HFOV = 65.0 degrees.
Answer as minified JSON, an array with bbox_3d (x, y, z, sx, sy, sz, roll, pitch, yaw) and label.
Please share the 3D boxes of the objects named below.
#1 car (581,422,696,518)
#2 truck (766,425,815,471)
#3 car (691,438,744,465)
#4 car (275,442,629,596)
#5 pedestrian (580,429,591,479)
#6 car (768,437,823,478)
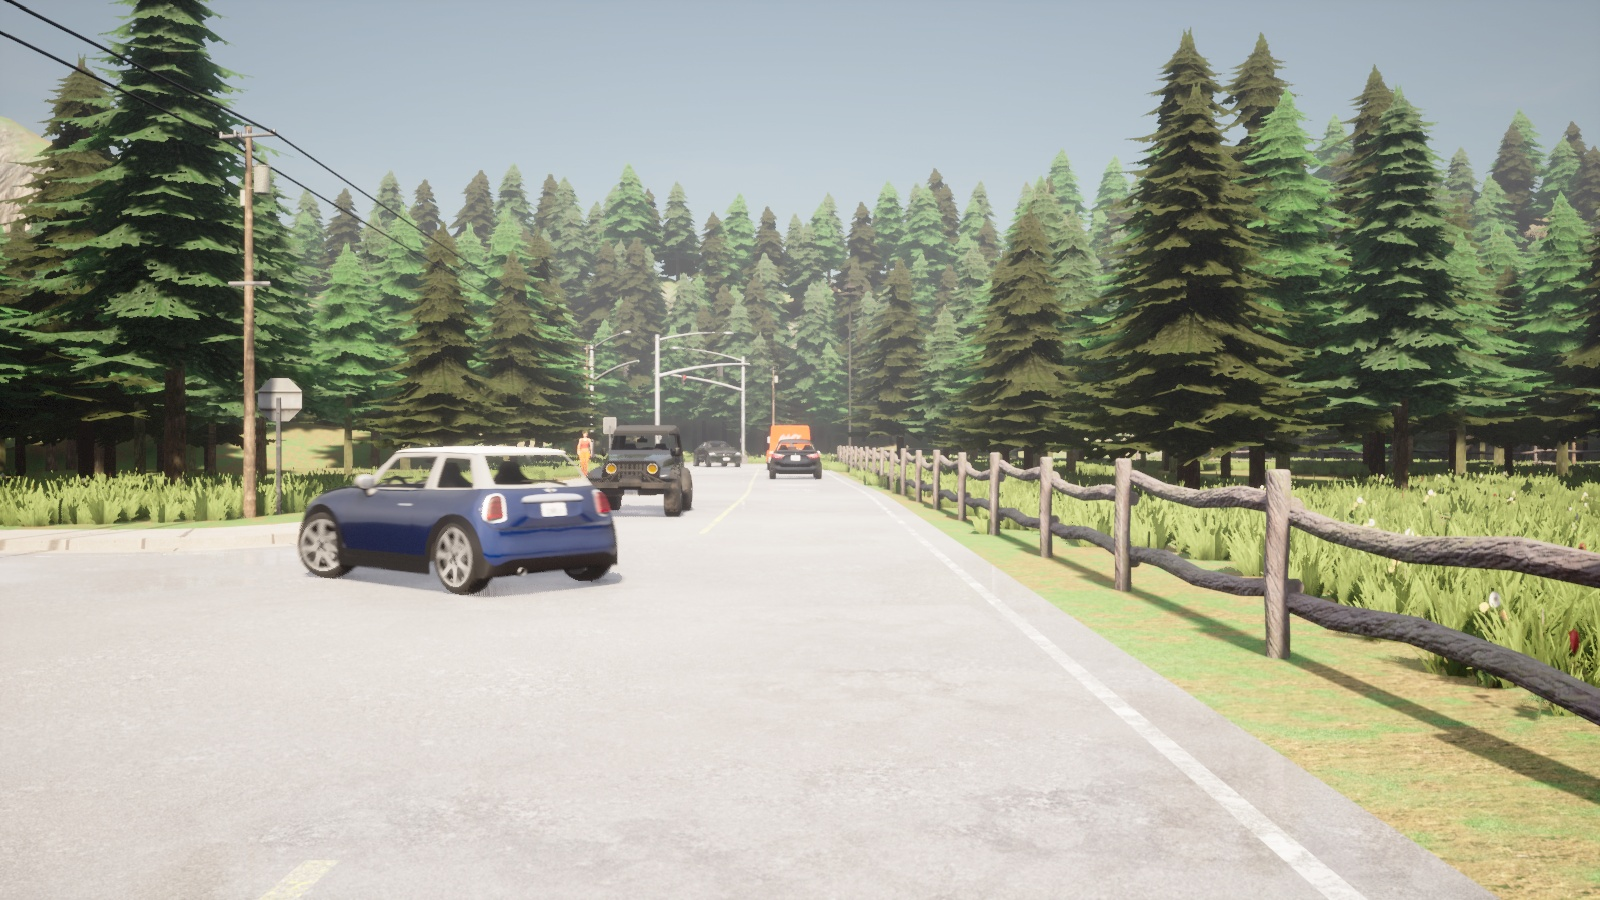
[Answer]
[{"bbox_3d":[-3.336,0.390,26.622,1.905,1.878,3.866,0,0,0],"label":"car"},{"bbox_3d":[-0.592,-0.129,70.272,2.627,2.467,5.204,0,0,-2],"label":"truck"},{"bbox_3d":[-5.183,0.087,78.350,2.152,1.651,5.027,0,0,-17],"label":"car"},{"bbox_3d":[-3.941,0.647,13.987,3.806,1.475,1.970,0,0,40],"label":"car"},{"bbox_3d":[-8.046,0.145,47.032,0.345,1.836,0.594,0,0,-3],"label":"pedestrian"},{"bbox_3d":[-0.211,0.297,53.348,2.242,1.667,4.611,0,0,-1],"label":"car"}]
